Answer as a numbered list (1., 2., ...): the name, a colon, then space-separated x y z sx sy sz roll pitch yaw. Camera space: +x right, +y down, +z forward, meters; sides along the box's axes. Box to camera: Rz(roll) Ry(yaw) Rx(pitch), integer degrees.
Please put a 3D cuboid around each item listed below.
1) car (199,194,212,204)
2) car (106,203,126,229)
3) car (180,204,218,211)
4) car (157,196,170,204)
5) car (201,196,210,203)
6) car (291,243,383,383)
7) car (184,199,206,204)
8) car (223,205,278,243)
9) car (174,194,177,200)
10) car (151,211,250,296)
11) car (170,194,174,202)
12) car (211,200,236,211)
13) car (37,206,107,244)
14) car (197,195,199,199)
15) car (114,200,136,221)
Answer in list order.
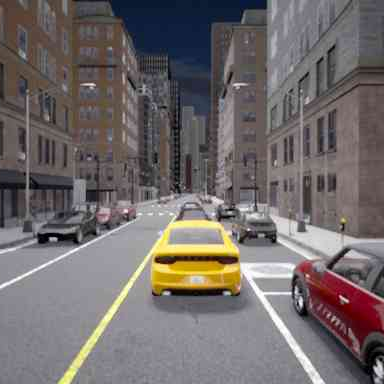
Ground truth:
1. car: 2.823 1.481 63.888 1.967 1.590 4.097 0 0 0
2. car: -5.692 1.583 21.287 1.802 1.307 4.206 0 0 0
3. car: 0.088 1.565 17.711 1.994 1.385 4.181 0 0 -1
4. car: -5.702 1.623 63.892 1.802 1.307 4.206 0 0 0
5. car: 2.827 1.576 69.467 1.752 1.417 4.829 0 0 0
6. car: 2.850 1.440 4.792 1.967 1.590 4.097 0 0 0
7. car: -0.028 1.528 26.522 1.812 1.442 4.674 0 0 1
8. car: 2.839 1.551 15.795 2.008 1.369 4.403 0 0 0
9. car: -5.681 1.633 90.764 1.752 1.417 4.829 0 0 0
10. car: 0.085 1.477 8.671 1.882 1.535 5.008 0 0 0
11. car: -5.693 1.613 74.709 2.008 1.369 4.403 0 0 0
12. car: 2.828 1.568 26.797 1.947 1.339 4.313 0 0 0
13. car: -5.686 1.566 15.786 1.947 1.339 4.313 0 0 0
14. car: 2.832 1.612 74.705 2.008 1.369 4.403 0 0 0
15. car: -5.698 1.442 26.789 1.967 1.590 4.097 0 0 0
